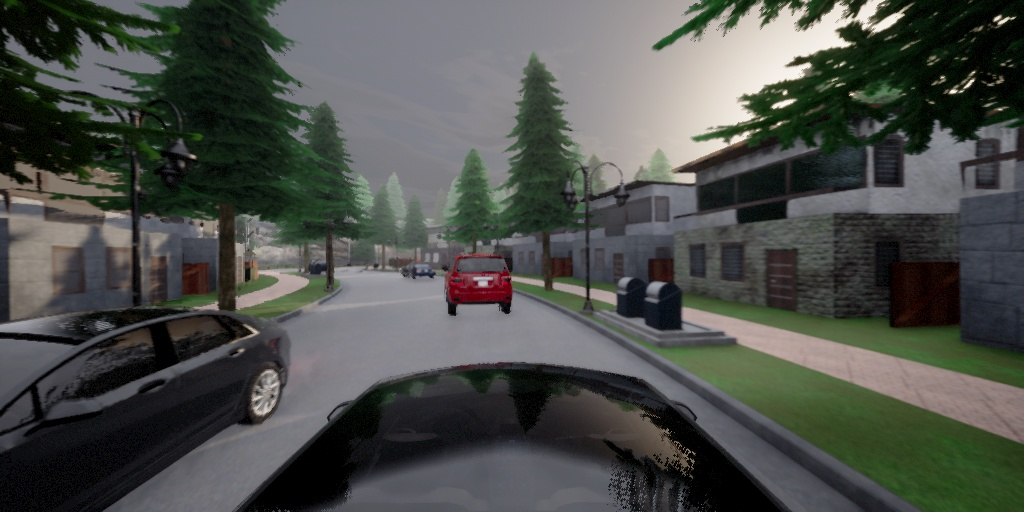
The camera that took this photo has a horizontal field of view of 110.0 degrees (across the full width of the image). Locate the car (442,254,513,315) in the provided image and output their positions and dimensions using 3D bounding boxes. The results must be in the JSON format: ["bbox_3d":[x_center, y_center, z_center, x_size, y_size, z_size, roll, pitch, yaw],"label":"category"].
[{"bbox_3d":[-1.441,0.948,13.799,2.150,2.045,5.566,0,0,-12],"label":"car"}]

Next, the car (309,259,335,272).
[{"bbox_3d":[-24.171,1.188,45.534,2.097,1.767,4.553,-1,0,-45],"label":"car"}]

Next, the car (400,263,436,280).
[{"bbox_3d":[-8.362,1.282,31.711,2.033,1.411,5.357,-1,0,-31],"label":"car"}]

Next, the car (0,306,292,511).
[{"bbox_3d":[-3.817,1.286,2.942,1.837,1.490,4.892,0,0,-3],"label":"car"}]
